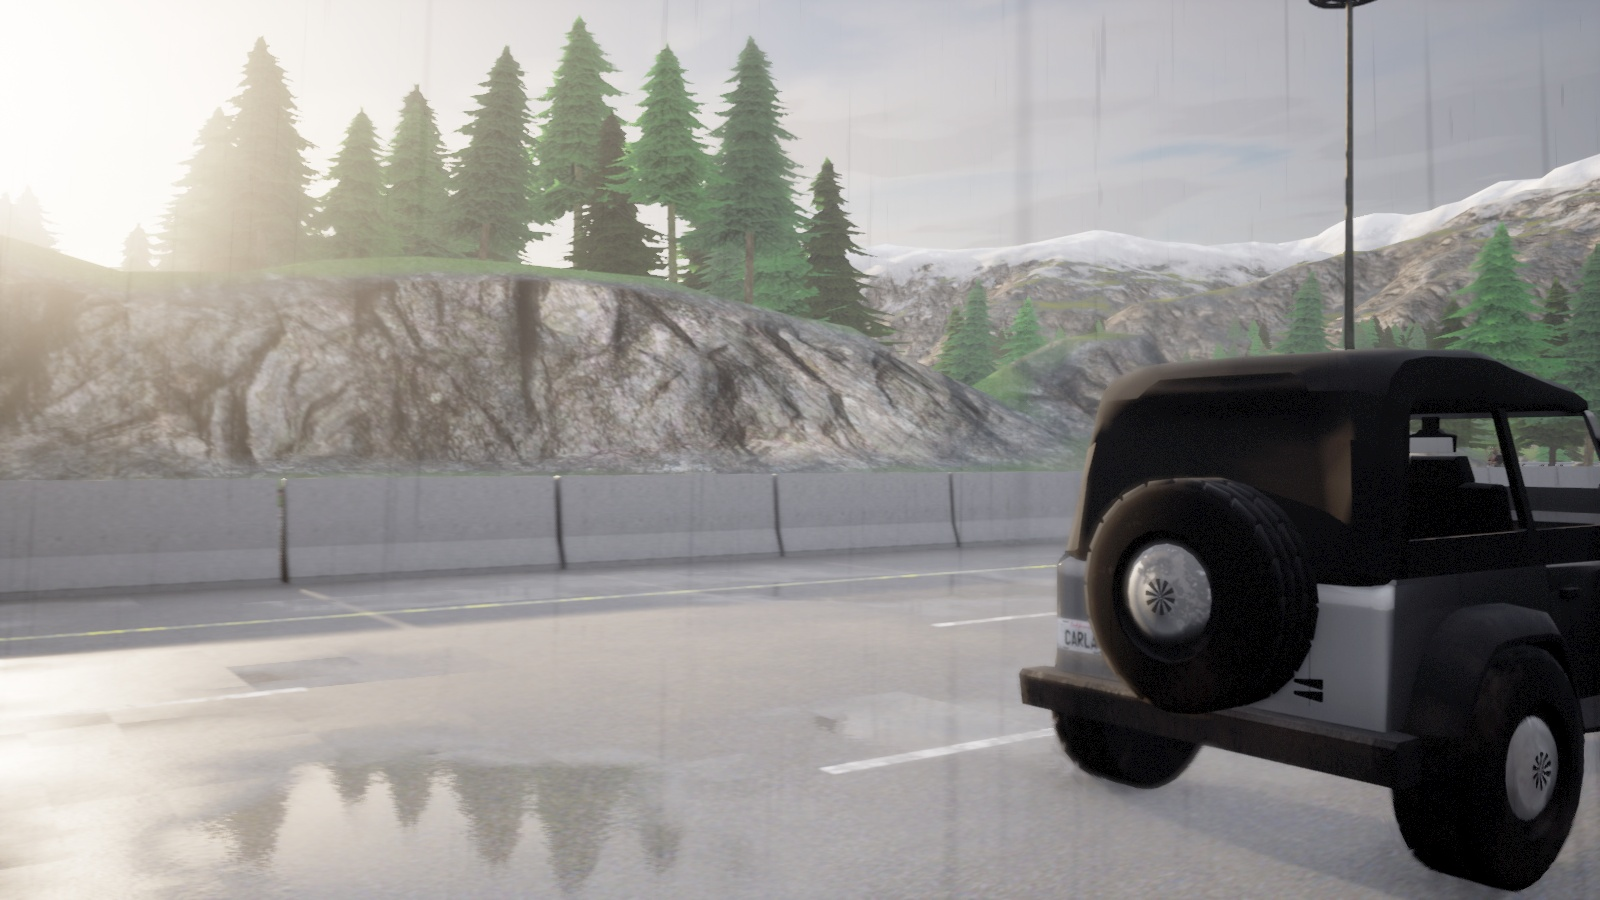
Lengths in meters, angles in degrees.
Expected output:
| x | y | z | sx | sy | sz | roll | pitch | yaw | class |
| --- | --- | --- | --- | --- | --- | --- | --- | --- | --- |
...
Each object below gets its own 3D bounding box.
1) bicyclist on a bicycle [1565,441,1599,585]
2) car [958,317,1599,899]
| x | y | z | sx | sy | sz | roll | pitch | yaw | class |
| --- | --- | --- | --- | --- | --- | --- | --- | --- | --- |
| 9.610 | 0.713 | 14.612 | 1.656 | 1.620 | 0.582 | 0 | 0 | -35 | bicyclist on a bicycle |
| 2.799 | 0.548 | 5.607 | 3.866 | 1.878 | 1.905 | 0 | 0 | -35 | car |
